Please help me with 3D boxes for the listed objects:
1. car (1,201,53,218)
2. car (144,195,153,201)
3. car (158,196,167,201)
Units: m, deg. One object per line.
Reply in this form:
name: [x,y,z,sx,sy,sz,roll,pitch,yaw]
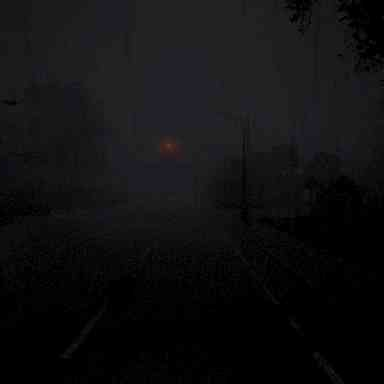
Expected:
car: [-15.669,1.570,31.239,4.902,1.511,2.128,0,0,-3]
car: [-10.810,1.563,82.868,1.812,1.442,4.674,0,0,-2]
car: [-7.318,1.591,83.110,1.994,1.385,4.181,0,0,-2]
